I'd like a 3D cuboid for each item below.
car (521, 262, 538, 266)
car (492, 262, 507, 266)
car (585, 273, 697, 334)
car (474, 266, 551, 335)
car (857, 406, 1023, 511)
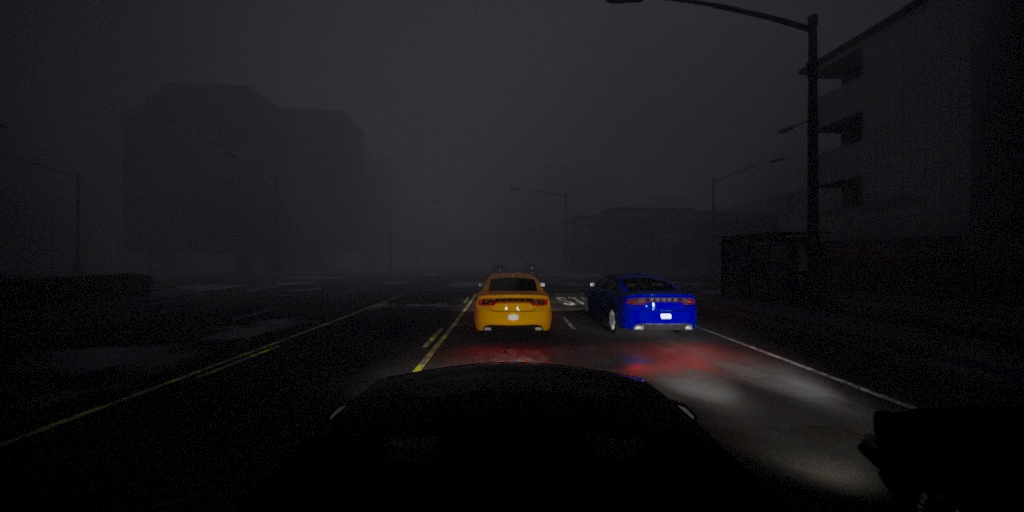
[{"bbox_3d":[2.113,1.389,42.505,1.994,1.385,4.181,0,-1,-4],"label":"car"},{"bbox_3d":[-1.568,1.466,45.395,1.895,1.301,4.718,0,-1,-3],"label":"car"},{"bbox_3d":[3.501,1.231,10.693,1.882,1.535,5.008,0,0,-1],"label":"car"},{"bbox_3d":[0.000,1.231,10.576,1.882,1.535,5.008,0,0,-1],"label":"car"},{"bbox_3d":[3.573,1.350,0.559,1.895,1.301,4.718,0,0,0],"label":"car"}]
